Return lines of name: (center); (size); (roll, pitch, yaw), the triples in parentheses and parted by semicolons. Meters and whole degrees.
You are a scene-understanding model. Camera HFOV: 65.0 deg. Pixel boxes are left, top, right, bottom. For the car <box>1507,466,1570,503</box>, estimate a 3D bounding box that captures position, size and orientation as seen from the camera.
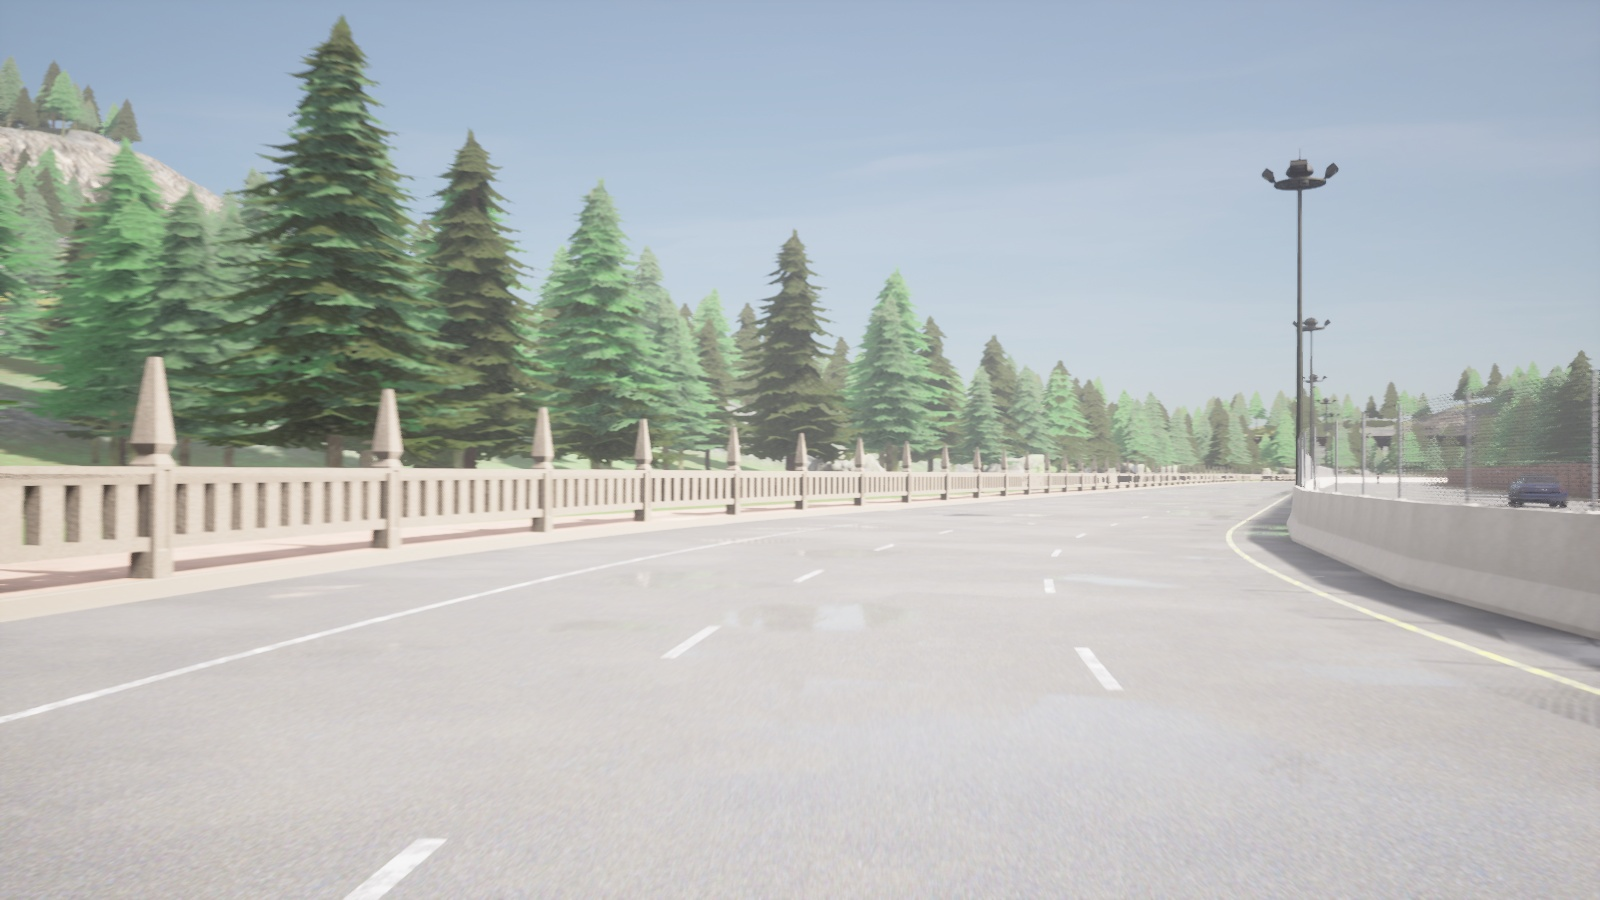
car: (36.993, 1.703, 63.001); (2.097, 1.767, 4.553); (0, -1, 23)
